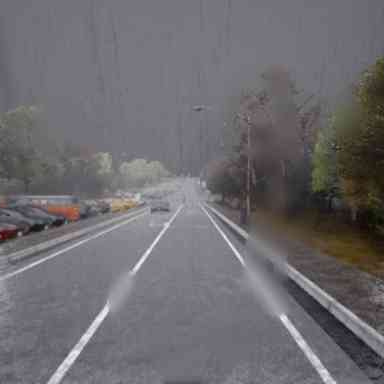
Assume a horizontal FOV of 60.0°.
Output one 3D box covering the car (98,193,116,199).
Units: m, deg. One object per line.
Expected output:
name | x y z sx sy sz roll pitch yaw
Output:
car | -23.474 1.119 92.031 4.674 1.452 2.002 0 0 0

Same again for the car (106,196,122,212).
car | -10.417 1.474 34.602 5.366 1.575 1.946 0 0 0

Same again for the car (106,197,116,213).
car | -10.230 1.469 31.834 4.892 1.521 2.231 0 0 0

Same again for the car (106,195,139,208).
car | -10.032 1.529 42.927 5.366 1.575 1.946 0 0 0

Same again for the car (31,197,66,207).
car | -23.248 1.645 54.060 4.792 1.488 2.163 0 0 0

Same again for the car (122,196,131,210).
car | -10.042 1.488 37.254 5.366 1.575 1.946 0 0 0

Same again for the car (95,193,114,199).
car | -23.481 1.118 89.246 4.674 1.452 2.002 0 0 0

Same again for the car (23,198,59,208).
car | -23.280 1.635 51.290 4.674 1.452 2.002 0 0 0

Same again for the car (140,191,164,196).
car | -10.376 1.109 86.622 4.792 1.488 2.163 0 0 0

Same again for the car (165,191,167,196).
car | -10.378 1.073 94.971 5.008 1.535 2.097 0 0 0

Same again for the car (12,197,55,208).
car | -23.102 1.570 48.520 5.366 1.575 1.946 0 0 0

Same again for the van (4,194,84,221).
van | -10.367 1.242 23.504 4.442 1.987 1.878 0 0 0

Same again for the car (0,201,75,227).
car | -10.226 1.500 20.728 4.792 1.488 2.163 0 0 0

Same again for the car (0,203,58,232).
car | -10.231 1.503 17.952 4.792 1.488 2.163 0 0 0

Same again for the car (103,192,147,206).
car | -10.231 1.344 51.257 5.566 2.045 2.435 0 0 0

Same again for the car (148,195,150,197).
car | -10.164 1.668 56.807 4.792 1.488 2.163 0 0 0

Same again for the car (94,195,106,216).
car | -10.272 1.339 29.054 4.553 1.767 2.185 0 0 0

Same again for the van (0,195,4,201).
van | -23.423 1.265 37.320 4.442 1.987 1.878 0 0 0

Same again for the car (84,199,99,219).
car | -10.275 1.494 26.281 4.792 1.488 2.163 0 0 0

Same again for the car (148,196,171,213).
car | -3.386 1.498 36.211 1.837 1.490 4.892 0 0 0

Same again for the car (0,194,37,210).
car | -23.325 1.280 42.983 5.566 2.045 2.435 0 0 0

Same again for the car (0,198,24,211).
car | -23.273 1.540 40.212 4.792 1.488 2.163 0 0 0

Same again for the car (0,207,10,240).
car | -10.085 1.477 12.399 5.366 1.575 1.946 0 0 0

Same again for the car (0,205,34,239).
car | -10.236 1.506 15.176 4.792 1.488 2.163 0 0 0

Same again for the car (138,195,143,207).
car | -10.393 1.571 48.480 5.366 1.575 1.946 0 0 0
